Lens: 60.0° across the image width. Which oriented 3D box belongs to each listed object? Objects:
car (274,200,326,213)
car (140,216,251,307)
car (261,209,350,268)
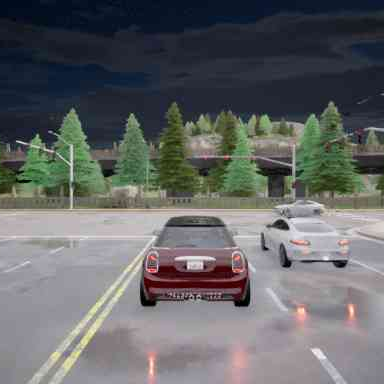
[{"bbox_3d":[9.979,1.470,30.862,4.674,1.442,1.812,0,0,-3],"label":"car"},{"bbox_3d":[0.077,1.352,8.157,2.097,1.767,4.553,0,0,1],"label":"car"},{"bbox_3d":[3.594,1.526,11.205,1.812,1.442,4.674,0,0,0],"label":"car"}]
